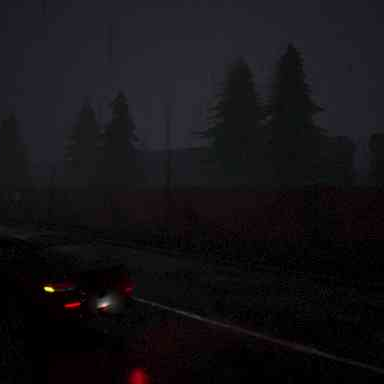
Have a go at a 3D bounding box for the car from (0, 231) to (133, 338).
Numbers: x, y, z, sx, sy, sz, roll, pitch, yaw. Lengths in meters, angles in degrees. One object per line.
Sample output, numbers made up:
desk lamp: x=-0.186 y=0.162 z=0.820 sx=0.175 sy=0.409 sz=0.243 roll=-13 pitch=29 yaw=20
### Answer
car: x=-3.125 y=1.515 z=6.606 sx=4.674 sy=1.442 sz=1.812 roll=0 pitch=0 yaw=39
